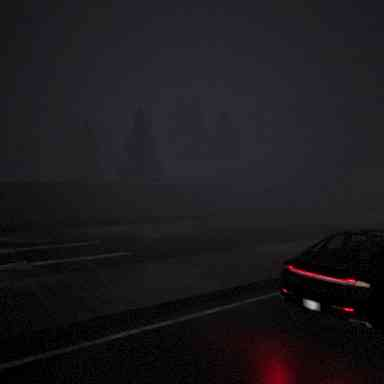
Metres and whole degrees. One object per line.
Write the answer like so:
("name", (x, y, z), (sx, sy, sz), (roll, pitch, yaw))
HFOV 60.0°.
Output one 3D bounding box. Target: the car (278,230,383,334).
("car", (3.782, 1.492, 6.444), (4.902, 1.511, 2.128), (0, 0, -35))
